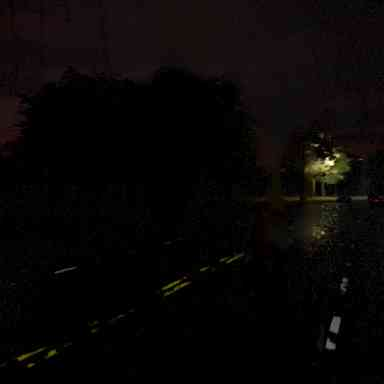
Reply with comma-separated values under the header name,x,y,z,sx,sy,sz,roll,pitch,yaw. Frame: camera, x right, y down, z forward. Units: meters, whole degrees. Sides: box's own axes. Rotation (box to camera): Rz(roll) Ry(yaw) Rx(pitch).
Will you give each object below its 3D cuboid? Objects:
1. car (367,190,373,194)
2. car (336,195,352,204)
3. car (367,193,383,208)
name,x,y,z,sx,sy,sz,roll,pitch,yaw
car,36.727,0.936,67.291,2.097,1.767,4.553,0,1,28
car,25.225,1.216,55.045,1.812,1.442,4.674,0,1,34
car,24.550,1.270,44.055,2.128,1.511,4.902,0,1,28
